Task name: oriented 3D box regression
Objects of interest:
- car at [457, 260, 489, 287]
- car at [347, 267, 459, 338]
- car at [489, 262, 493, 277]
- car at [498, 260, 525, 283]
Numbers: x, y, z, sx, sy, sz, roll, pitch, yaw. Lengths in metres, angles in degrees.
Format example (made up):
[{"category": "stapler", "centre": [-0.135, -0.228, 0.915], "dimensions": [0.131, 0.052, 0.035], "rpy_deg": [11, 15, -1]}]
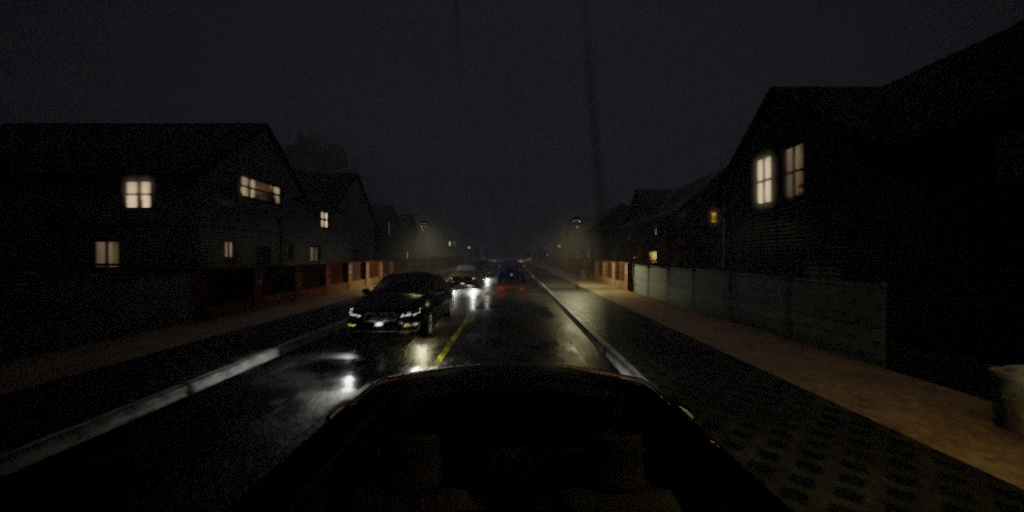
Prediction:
[{"category": "car", "centre": [-2.877, 1.196, 23.520], "dimensions": [2.033, 1.411, 5.357], "rpy_deg": [0, 0, 0]}, {"category": "car", "centre": [-2.866, 1.220, 10.133], "dimensions": [1.837, 1.490, 4.892], "rpy_deg": [0, 0, 0]}, {"category": "car", "centre": [-2.844, 1.112, 33.629], "dimensions": [1.837, 1.490, 4.892], "rpy_deg": [0, 0, 0]}, {"category": "car", "centre": [-0.019, 1.107, 26.862], "dimensions": [1.882, 1.535, 5.008], "rpy_deg": [0, 0, 0]}]
